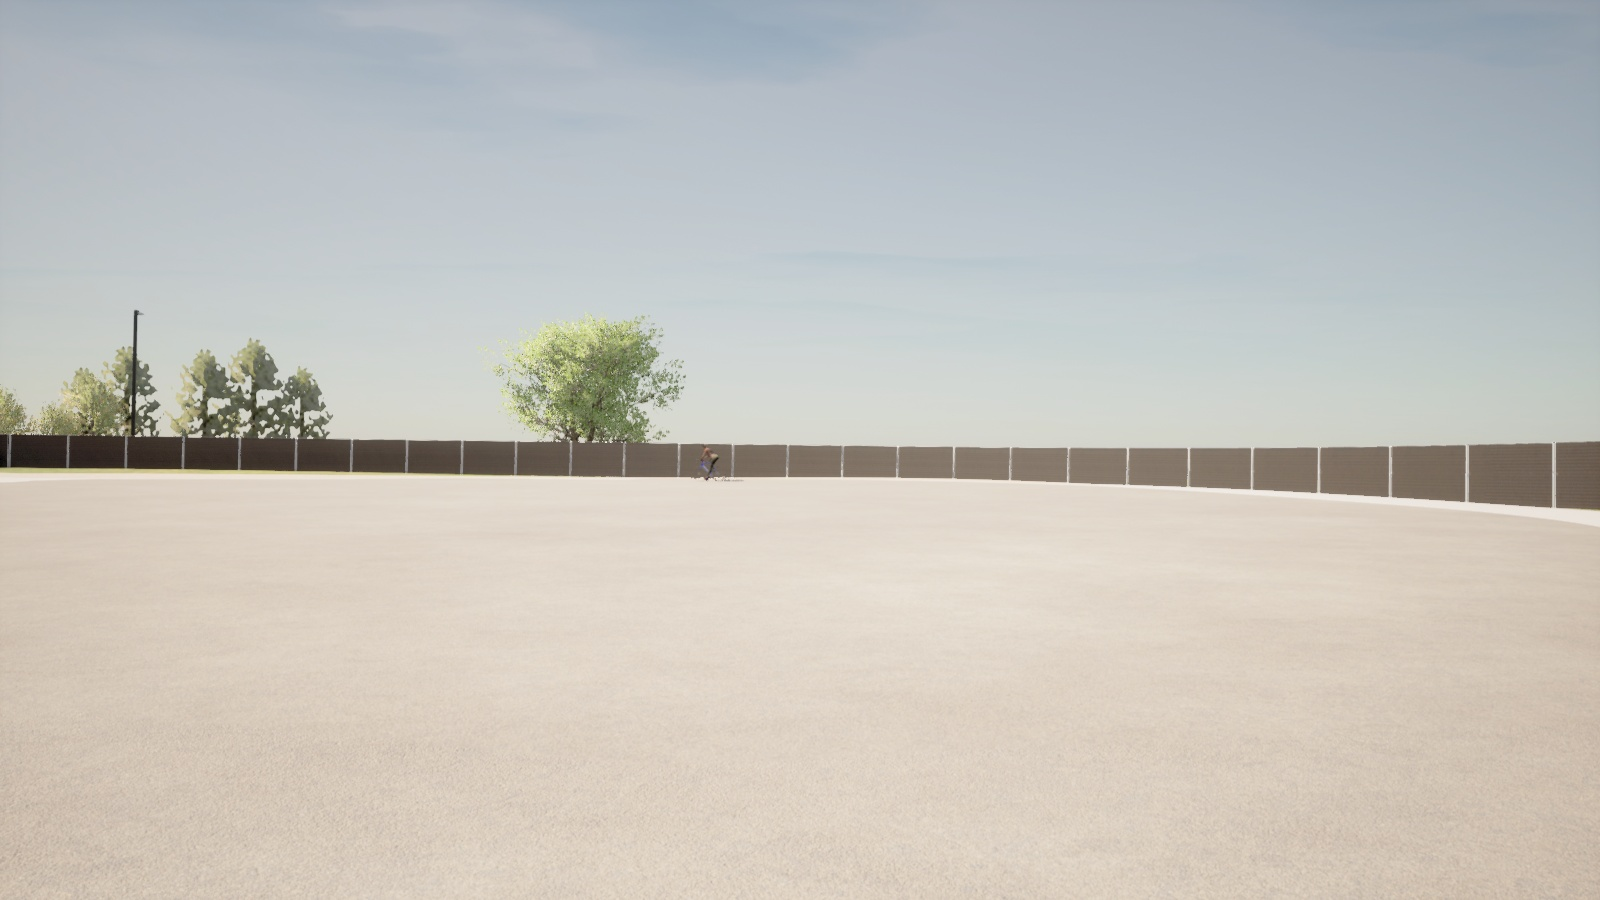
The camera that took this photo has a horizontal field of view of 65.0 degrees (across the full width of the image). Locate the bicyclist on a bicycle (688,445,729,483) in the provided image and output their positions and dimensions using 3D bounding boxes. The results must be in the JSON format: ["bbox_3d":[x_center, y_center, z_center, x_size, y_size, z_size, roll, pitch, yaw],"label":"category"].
[{"bbox_3d":[-3.967,0.600,54.386,1.656,1.620,0.582,-1,1,30],"label":"bicyclist on a bicycle"}]
